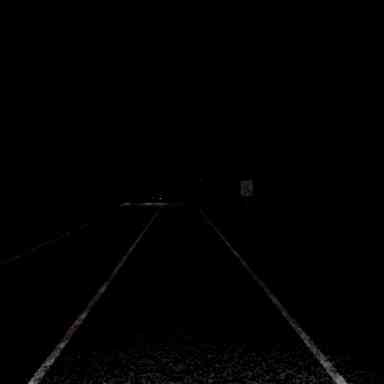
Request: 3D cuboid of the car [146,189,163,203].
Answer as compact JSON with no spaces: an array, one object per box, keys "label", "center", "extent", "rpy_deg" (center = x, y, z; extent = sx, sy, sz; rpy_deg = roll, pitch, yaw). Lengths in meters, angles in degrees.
[{"label":"car","center":[-5.404,0.549,48.364],"extent":[2.150,2.045,5.566],"rpy_deg":[-1,-1,-2]}]
